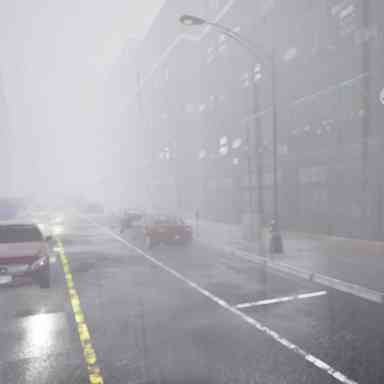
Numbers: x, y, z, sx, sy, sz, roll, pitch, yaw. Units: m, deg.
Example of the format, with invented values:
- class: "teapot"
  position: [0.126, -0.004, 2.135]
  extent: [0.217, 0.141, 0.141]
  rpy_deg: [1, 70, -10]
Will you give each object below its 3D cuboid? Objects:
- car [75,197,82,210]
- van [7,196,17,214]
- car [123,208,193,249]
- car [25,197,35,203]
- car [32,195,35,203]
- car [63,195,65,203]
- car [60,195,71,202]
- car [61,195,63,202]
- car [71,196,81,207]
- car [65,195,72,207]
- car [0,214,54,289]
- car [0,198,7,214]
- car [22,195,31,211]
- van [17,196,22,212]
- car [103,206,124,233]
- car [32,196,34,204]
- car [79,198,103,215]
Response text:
- class: "car"
  position: [-12.564, 1.667, 39.908]
  extent: [1.887, 1.381, 4.507]
  rpy_deg: [2, -1, -24]
- class: "van"
  position: [-15.360, 1.400, 26.672]
  extent: [1.690, 1.788, 3.998]
  rpy_deg: [2, -1, -24]
- class: "car"
  position: [-1.462, 1.587, 14.581]
  extent: [1.887, 1.381, 4.507]
  rpy_deg: [2, -1, -24]
- class: "car"
  position: [-37.571, 1.855, 77.321]
  extent: [1.887, 1.381, 4.507]
  rpy_deg: [2, -1, -24]
- class: "car"
  position: [-35.345, 1.592, 72.258]
  extent: [2.192, 1.841, 5.009]
  rpy_deg: [2, -1, -24]
- class: "car"
  position: [-23.698, 1.682, 65.225]
  extent: [1.967, 1.590, 4.097]
  rpy_deg: [2, -1, -24]
- class: "car"
  position: [-32.579, 1.685, 85.490]
  extent: [2.192, 1.841, 5.009]
  rpy_deg: [1, -1, -24]
- class: "car"
  position: [-28.142, 1.884, 75.354]
  extent: [1.802, 1.307, 4.206]
  rpy_deg: [1, -1, -24]
- class: "car"
  position: [-14.776, 1.583, 44.978]
  extent: [1.967, 1.590, 4.097]
  rpy_deg: [2, -1, -24]
- class: "car"
  position: [-19.253, 1.504, 55.094]
  extent: [2.192, 1.841, 5.009]
  rpy_deg: [2, -1, -24]
- class: "car"
  position: [-4.824, 1.543, 8.948]
  extent: [1.812, 1.442, 4.674]
  rpy_deg: [0, 0, -24]
- class: "car"
  position: [-10.919, 1.345, 16.544]
  extent: [2.192, 1.841, 5.009]
  rpy_deg: [2, -1, -24]
- class: "car"
  position: [-22.022, 1.434, 41.869]
  extent: [2.192, 1.841, 5.009]
  rpy_deg: [2, -1, -24]
- class: "van"
  position: [-17.582, 1.419, 31.738]
  extent: [1.690, 1.788, 3.998]
  rpy_deg: [2, -1, -24]
- class: "car"
  position: [-3.683, 1.605, 19.647]
  extent: [2.008, 1.369, 4.403]
  rpy_deg: [2, -1, -24]
- class: "car"
  position: [-28.690, 1.755, 57.061]
  extent: [1.947, 1.339, 4.313]
  rpy_deg: [2, -1, -24]
- class: "car"
  position: [-10.344, 1.647, 34.843]
  extent: [1.887, 1.381, 4.507]
  rpy_deg: [2, -1, -24]
